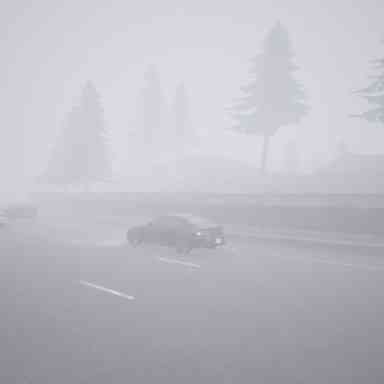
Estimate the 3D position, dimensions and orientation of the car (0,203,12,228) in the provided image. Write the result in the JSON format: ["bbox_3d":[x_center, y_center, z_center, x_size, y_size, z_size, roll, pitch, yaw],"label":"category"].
[{"bbox_3d":[-13.455,1.557,21.515,1.812,1.442,4.674,1,-1,-43],"label":"car"}]

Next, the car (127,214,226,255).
[{"bbox_3d":[-0.746,1.632,13.885,4.674,1.442,1.812,0,-1,41],"label":"car"}]

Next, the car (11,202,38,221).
[{"bbox_3d":[-14.518,1.549,27.997,1.882,1.535,5.008,1,-1,-41],"label":"car"}]
